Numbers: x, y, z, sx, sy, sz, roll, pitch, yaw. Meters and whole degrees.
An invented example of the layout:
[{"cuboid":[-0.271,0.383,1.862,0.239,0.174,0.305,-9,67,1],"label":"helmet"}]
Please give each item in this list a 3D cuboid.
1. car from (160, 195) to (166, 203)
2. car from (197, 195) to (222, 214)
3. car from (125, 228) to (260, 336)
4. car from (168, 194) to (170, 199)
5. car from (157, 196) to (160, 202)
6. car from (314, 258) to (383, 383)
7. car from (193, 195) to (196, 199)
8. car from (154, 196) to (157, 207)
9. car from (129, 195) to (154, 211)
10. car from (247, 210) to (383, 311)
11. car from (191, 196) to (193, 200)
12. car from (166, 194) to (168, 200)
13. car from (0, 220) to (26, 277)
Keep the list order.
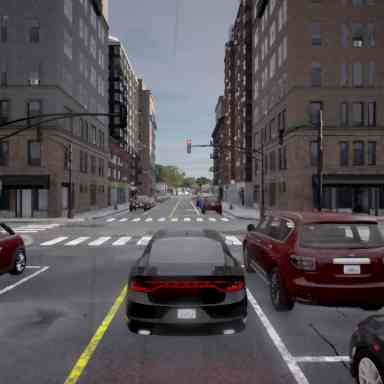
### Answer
[{"cuboid":[-6.805,1.540,67.576,1.887,1.381,4.507,0,0,-1],"label":"car"},{"cuboid":[1.993,1.314,34.731,2.192,1.841,5.009,0,0,-1],"label":"car"},{"cuboid":[-0.104,1.478,6.928,1.882,1.535,5.008,0,0,-1],"label":"car"},{"cuboid":[-7.031,1.545,78.580,2.008,1.369,4.403,0,0,-1],"label":"car"},{"cuboid":[-6.466,1.548,51.068,2.008,1.369,4.403,0,0,-1],"label":"car"},{"cuboid":[2.615,1.551,1.999,2.008,1.369,4.403,0,0,-1],"label":"car"},{"cuboid":[1.634,1.312,51.239,2.192,1.841,5.009,0,0,-1],"label":"car"},{"cuboid":[-6.353,1.564,45.565,1.947,1.339,4.313,0,0,-1],"label":"car"},{"cuboid":[-6.240,1.313,40.063,2.192,1.841,5.009,0,0,-1],"label":"car"},{"cuboid":[2.496,1.315,7.680,2.192,1.841,5.009,0,0,-1],"label":"car"},{"cuboid":[0.672,1.519,95.429,1.752,1.417,4.829,0,0,-1],"label":"car"},{"cuboid":[-6.918,1.540,73.078,1.887,1.381,4.507,0,0,-1],"label":"car"},{"cuboid":[-5.527,1.440,7.511,1.967,1.590,4.097,0,0,-1],"label":"car"}]
